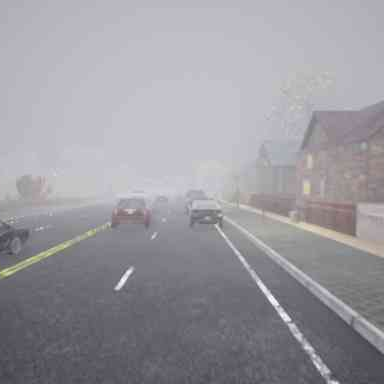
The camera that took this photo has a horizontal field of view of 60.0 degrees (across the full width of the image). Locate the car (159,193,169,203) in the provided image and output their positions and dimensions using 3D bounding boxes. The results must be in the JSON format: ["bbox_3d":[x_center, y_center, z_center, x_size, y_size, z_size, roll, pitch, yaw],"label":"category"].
[{"bbox_3d":[-4.590,0.848,50.907,1.812,1.442,4.674,0,1,-3],"label":"car"}]

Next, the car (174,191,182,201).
[{"bbox_3d":[-1.669,0.746,55.552,2.128,1.511,4.902,0,1,-3],"label":"car"}]

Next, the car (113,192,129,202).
[{"bbox_3d":[-11.387,0.833,53.536,1.812,1.442,4.674,0,1,-3],"label":"car"}]

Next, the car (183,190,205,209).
[{"bbox_3d":[0.480,0.939,29.925,2.097,1.767,4.553,0,1,-2],"label":"car"}]

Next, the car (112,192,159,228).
[{"bbox_3d":[-3.386,1.081,20.066,2.097,1.767,4.553,0,1,-1],"label":"car"}]

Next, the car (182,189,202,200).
[{"bbox_3d":[0.260,0.732,36.017,2.150,2.045,5.566,0,1,-2],"label":"car"}]

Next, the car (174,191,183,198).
[{"bbox_3d":[-2.941,0.517,73.146,1.837,1.490,4.892,0,1,-5],"label":"car"}]

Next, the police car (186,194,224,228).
[{"bbox_3d":[0.756,1.148,20.004,1.930,1.638,5.238,0,1,-1],"label":"police car"}]

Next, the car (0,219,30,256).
[{"bbox_3d":[-6.661,1.478,9.596,1.895,1.301,4.718,0,1,-1],"label":"car"}]

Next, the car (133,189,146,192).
[{"bbox_3d":[-7.964,0.562,50.197,2.150,2.045,5.566,0,1,-3],"label":"car"}]
